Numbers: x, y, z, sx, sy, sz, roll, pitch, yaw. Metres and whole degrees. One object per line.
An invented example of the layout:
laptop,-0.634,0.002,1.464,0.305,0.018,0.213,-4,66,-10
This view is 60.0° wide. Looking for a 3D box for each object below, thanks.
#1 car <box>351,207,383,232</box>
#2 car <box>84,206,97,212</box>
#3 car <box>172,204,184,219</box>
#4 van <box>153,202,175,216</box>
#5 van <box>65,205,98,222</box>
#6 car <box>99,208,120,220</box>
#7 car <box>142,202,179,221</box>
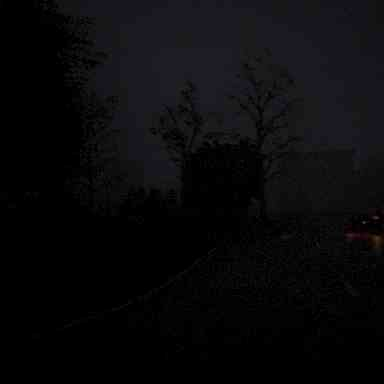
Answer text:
car,12.461,1.795,22.972,1.882,1.535,5.008,-2,-1,40
car,-11.755,2.890,42.388,1.946,1.575,5.366,-3,-2,17
car,-1.034,2.456,39.278,2.231,1.521,4.892,-2,-2,17
van,-4.468,2.712,53.048,1.878,1.987,4.442,-2,-2,17
van,-14.341,2.801,43.510,1.878,1.987,4.442,-3,-2,17
car,-9.216,2.774,41.601,1.946,1.575,5.366,-2,-2,17
car,-3.704,2.300,40.120,2.435,2.045,5.566,-2,-2,17
